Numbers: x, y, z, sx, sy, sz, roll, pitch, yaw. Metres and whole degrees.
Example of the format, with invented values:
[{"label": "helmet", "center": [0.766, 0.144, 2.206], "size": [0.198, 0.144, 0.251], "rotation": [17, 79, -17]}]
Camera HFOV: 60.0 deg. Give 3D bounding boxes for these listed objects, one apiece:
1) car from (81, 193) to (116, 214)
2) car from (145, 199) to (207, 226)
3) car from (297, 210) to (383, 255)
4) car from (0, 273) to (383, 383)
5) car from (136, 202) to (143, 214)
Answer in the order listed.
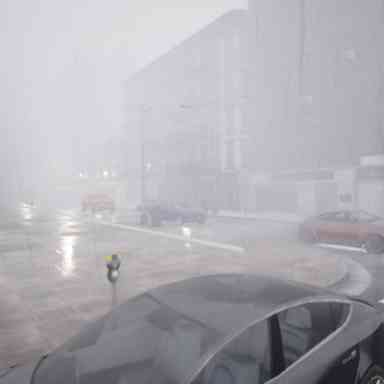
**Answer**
[{"label": "car", "center": [-9.945, 1.117, 35.063], "size": [2.150, 2.045, 5.566], "rotation": [-1, 0, -36]}, {"label": "car", "center": [-0.987, 1.329, 22.531], "size": [1.882, 1.535, 5.008], "rotation": [-1, 1, -36]}, {"label": "car", "center": [6.114, 1.382, 12.591], "size": [1.994, 1.385, 4.181], "rotation": [-1, 1, -35]}, {"label": "car", "center": [0.048, 1.540, 2.849], "size": [4.313, 1.339, 1.947], "rotation": [-1, 1, -36]}, {"label": "car", "center": [-3.637, 1.345, 31.312], "size": [1.812, 1.442, 4.674], "rotation": [-1, 1, -36]}]
